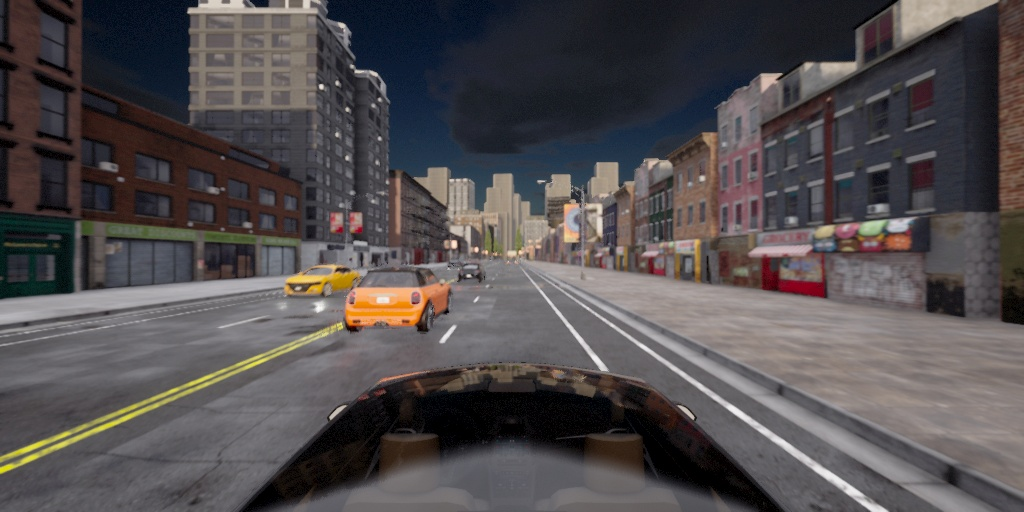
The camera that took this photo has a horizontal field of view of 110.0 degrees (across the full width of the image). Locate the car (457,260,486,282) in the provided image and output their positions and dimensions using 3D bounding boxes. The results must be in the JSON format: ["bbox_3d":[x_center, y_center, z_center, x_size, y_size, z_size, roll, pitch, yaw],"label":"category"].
[{"bbox_3d":[-3.148,1.278,28.400,1.812,1.442,4.674,0,0,0],"label":"car"}]

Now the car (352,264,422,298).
[{"bbox_3d":[-6.597,1.235,19.573,2.128,1.511,4.902,0,0,0],"label":"car"}]

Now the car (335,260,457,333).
[{"bbox_3d":[-3.150,1.095,10.895,2.097,1.767,4.553,0,0,0],"label":"car"}]

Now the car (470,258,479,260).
[{"bbox_3d":[-6.529,1.188,61.801,2.097,1.767,4.553,0,0,1],"label":"car"}]

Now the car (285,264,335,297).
[{"bbox_3d":[-9.848,1.221,19.009,1.882,1.535,5.008,0,0,0],"label":"car"}]
